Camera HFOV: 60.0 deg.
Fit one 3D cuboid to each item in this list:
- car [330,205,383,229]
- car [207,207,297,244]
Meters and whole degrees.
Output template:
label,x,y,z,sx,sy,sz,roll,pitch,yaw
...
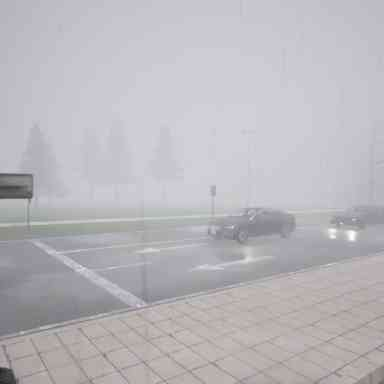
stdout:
label,x,y,z,sx,sy,sz,roll,pitch,yaw
car,11.327,1.547,21.850,5.357,1.411,2.033,0,0,-35
car,2.929,1.492,15.901,4.902,1.511,2.128,0,0,-35
